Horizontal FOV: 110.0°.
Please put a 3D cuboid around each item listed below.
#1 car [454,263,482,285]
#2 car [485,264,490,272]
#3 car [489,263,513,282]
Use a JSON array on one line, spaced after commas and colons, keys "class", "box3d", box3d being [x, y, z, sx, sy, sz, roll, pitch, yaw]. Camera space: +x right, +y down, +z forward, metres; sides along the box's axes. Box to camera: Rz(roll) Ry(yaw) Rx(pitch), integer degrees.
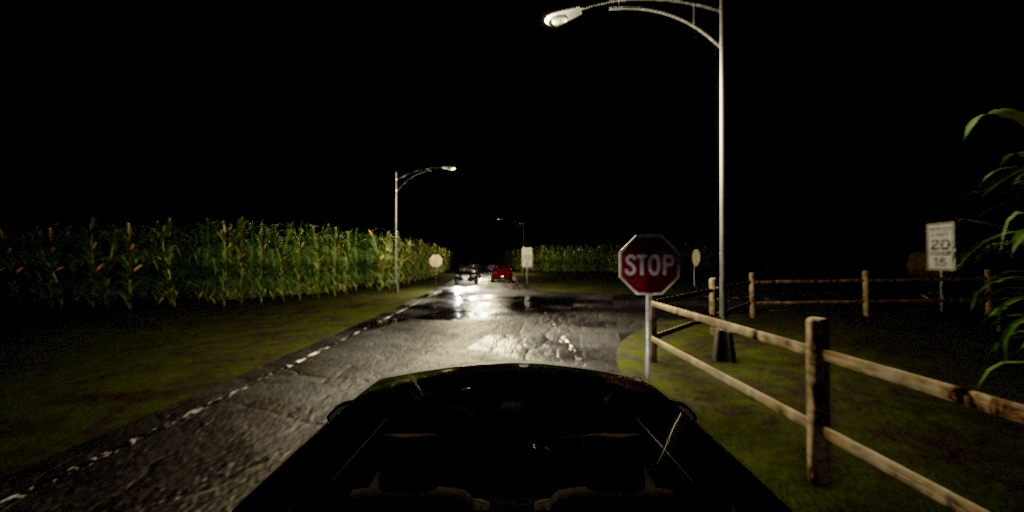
[{"class": "car", "box3d": [-3.757, 1.554, 30.276, 2.128, 1.511, 4.902, 0, -1, -3]}, {"class": "car", "box3d": [-3.406, 1.955, 60.001, 2.033, 1.411, 5.357, 0, -1, -7]}, {"class": "car", "box3d": [-0.986, 1.622, 33.501, 1.812, 1.442, 4.674, 0, -1, -3]}]
